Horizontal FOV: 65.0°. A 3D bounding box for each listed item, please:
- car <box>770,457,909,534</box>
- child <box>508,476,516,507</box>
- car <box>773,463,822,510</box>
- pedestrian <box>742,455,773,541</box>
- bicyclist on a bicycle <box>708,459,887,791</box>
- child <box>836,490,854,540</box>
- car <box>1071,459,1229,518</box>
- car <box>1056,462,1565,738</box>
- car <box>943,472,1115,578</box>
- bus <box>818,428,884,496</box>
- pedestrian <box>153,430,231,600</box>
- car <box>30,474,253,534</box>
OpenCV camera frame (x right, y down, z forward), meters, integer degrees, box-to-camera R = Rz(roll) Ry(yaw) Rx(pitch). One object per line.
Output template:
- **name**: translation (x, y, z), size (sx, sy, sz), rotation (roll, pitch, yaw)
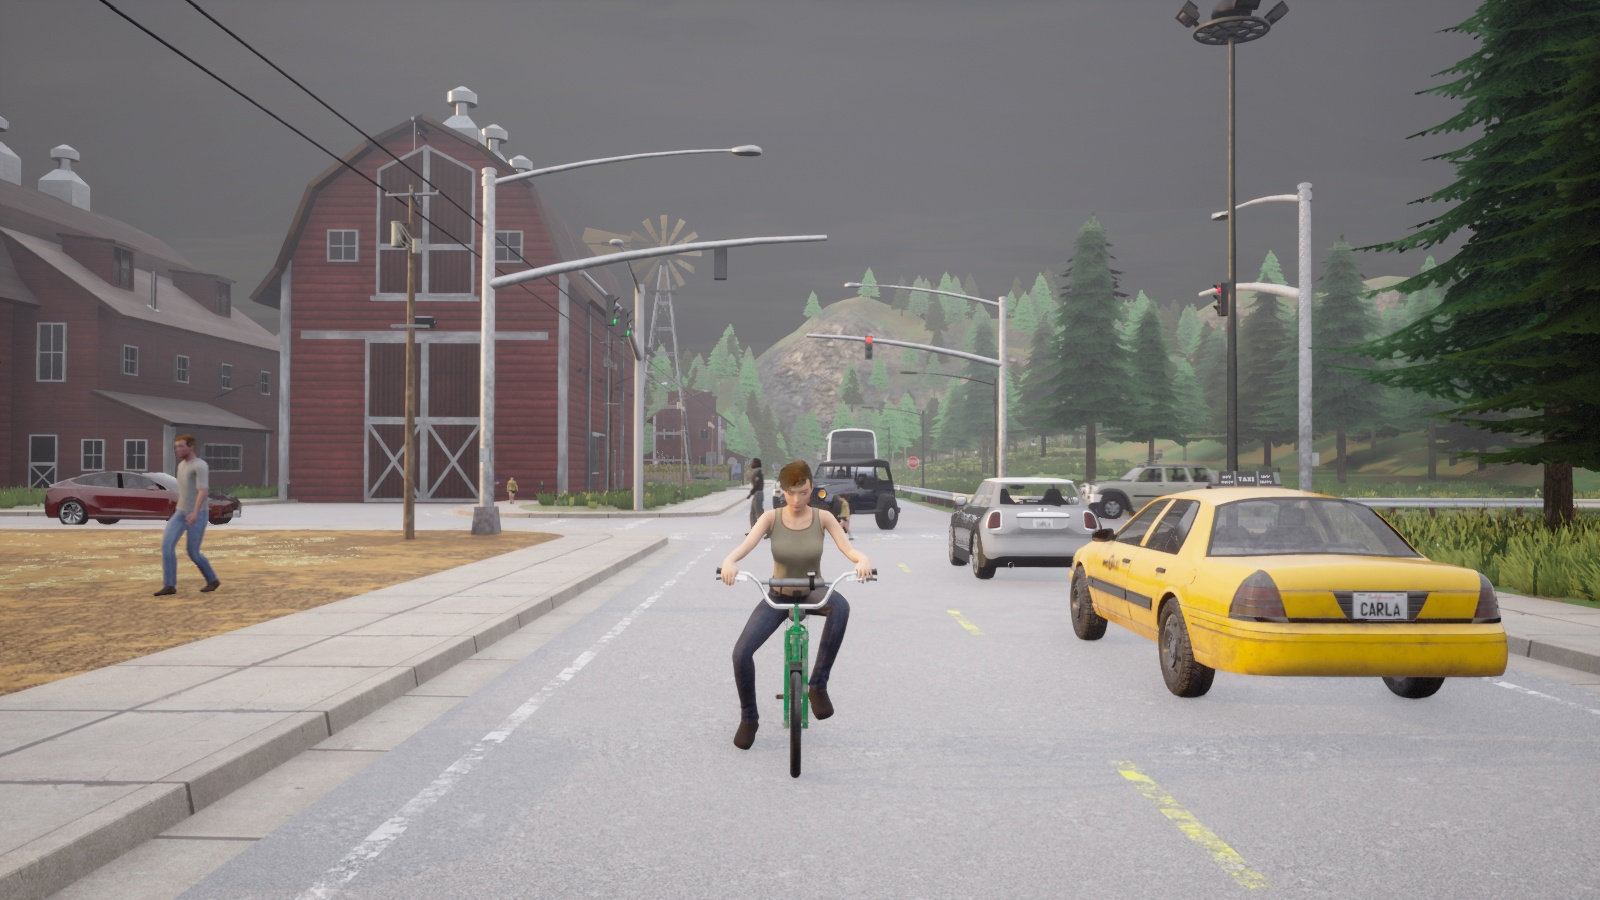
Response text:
- **car**: translation (1.099, 1.141, 32.788), size (1.905, 1.878, 3.866), rotation (-1, -1, 33)
- **child**: translation (-10.607, 1.525, 46.220), size (0.255, 1.110, 0.394), rotation (0, -1, -17)
- **car**: translation (-0.121, 1.504, 52.097), size (1.932, 1.855, 4.605), rotation (0, -1, 0)
- **pedestrian**: translation (-0.961, 1.088, 28.555), size (0.666, 1.930, 0.402), rotation (0, -1, 4)
- **bicyclist on a bicycle**: translation (-0.011, 0.867, 6.884), size (0.866, 1.612, 1.509), rotation (0, -1, 0)
- **child**: translation (1.017, 1.460, 28.311), size (0.394, 1.110, 0.255), rotation (0, -1, 1)
- **car**: translation (11.354, 1.245, 40.939), size (4.605, 1.855, 1.932), rotation (0, -1, -1)
- **car**: translation (3.477, 0.906, 9.897), size (1.801, 1.575, 5.366), rotation (0, -1, 0)
- **car**: translation (3.455, 1.096, 19.668), size (1.970, 1.475, 3.806), rotation (0, -1, 0)
- **bus**: translation (3.302, 0.837, 84.318), size (3.944, 4.253, 10.273), rotation (0, -1, 0)
- **pedestrian**: translation (-6.745, 0.710, 13.941), size (0.354, 1.836, 0.706), rotation (-1, -1, 27)
- **car**: translation (-17.390, 1.413, 33.345), size (4.792, 1.488, 2.163), rotation (0, -1, -1)
